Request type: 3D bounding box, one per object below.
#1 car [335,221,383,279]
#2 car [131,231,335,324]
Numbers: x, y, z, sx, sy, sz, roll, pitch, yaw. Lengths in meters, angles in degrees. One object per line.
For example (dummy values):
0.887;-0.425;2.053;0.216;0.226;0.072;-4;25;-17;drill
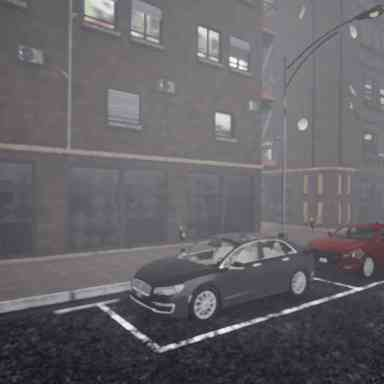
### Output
5.436;1.645;10.434;4.507;1.381;1.887;1;0;-35;car
0.847;1.597;7.161;4.403;1.369;2.008;1;0;-35;car
